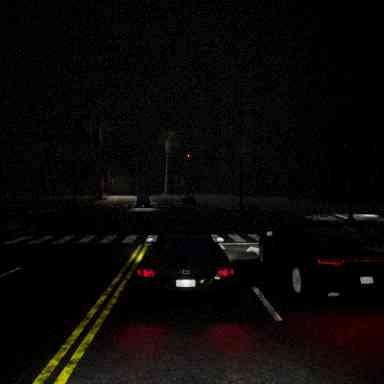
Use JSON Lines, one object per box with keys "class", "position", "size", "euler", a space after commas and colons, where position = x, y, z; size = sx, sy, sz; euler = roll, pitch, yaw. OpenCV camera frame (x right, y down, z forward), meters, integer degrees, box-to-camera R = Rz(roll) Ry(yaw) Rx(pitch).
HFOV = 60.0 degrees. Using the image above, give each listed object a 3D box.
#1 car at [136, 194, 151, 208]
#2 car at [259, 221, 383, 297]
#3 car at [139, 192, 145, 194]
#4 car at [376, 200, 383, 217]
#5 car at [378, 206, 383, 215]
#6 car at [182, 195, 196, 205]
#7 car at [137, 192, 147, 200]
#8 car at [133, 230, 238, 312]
{"class": "car", "position": [-6.300, 1.337, 43.330], "size": [2.033, 1.411, 5.357], "euler": [0, 1, -7]}
{"class": "car", "position": [3.117, 1.476, 8.613], "size": [1.882, 1.535, 5.008], "euler": [0, 0, -3]}
{"class": "car", "position": [-8.544, 1.070, 59.233], "size": [1.882, 1.535, 5.008], "euler": [0, 1, -9]}
{"class": "car", "position": [19.252, 1.490, 30.061], "size": [4.181, 1.385, 1.994], "euler": [0, 0, 13]}
{"class": "car", "position": [18.305, 1.418, 26.938], "size": [5.008, 1.535, 1.882], "euler": [0, 0, 12]}
{"class": "car", "position": [-0.495, 1.198, 50.592], "size": [2.128, 1.511, 4.902], "euler": [0, 1, -8]}
{"class": "car", "position": [-11.281, 0.892, 74.686], "size": [1.837, 1.490, 4.892], "euler": [0, 1, -11]}
{"class": "car", "position": [-0.158, 1.563, 7.812], "size": [1.994, 1.385, 4.181], "euler": [0, 0, -1]}
